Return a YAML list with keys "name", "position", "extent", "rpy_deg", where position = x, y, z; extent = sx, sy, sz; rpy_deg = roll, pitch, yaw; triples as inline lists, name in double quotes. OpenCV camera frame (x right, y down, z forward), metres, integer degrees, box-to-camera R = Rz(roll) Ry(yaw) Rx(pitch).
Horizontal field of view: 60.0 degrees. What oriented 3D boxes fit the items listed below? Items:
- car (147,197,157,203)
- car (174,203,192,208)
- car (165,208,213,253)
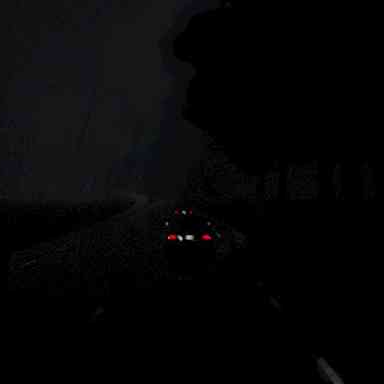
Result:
- name: "car"
  position: [-8.489, 1.647, 70.511]
  extent: [1.994, 1.385, 4.181]
  rpy_deg: [0, 0, -8]
- name: "car"
  position: [-0.794, 1.680, 29.116]
  extent: [2.033, 1.411, 5.357]
  rpy_deg: [0, 0, -3]
- name: "car"
  position: [-0.163, 1.644, 14.078]
  extent: [2.033, 1.411, 5.357]
  rpy_deg: [0, 0, -1]
